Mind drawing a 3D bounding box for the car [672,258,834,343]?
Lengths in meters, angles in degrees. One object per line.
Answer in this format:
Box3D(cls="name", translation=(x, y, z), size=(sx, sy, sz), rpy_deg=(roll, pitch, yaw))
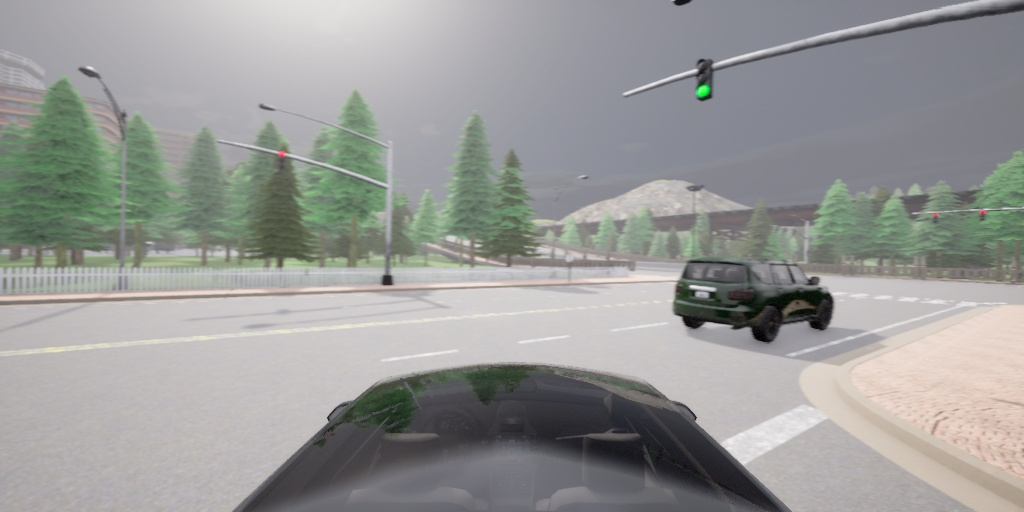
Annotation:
Box3D(cls="car", translation=(7.027, 1.091, 10.335), size=(5.566, 2.045, 2.150), rpy_deg=(1, 0, -31))
